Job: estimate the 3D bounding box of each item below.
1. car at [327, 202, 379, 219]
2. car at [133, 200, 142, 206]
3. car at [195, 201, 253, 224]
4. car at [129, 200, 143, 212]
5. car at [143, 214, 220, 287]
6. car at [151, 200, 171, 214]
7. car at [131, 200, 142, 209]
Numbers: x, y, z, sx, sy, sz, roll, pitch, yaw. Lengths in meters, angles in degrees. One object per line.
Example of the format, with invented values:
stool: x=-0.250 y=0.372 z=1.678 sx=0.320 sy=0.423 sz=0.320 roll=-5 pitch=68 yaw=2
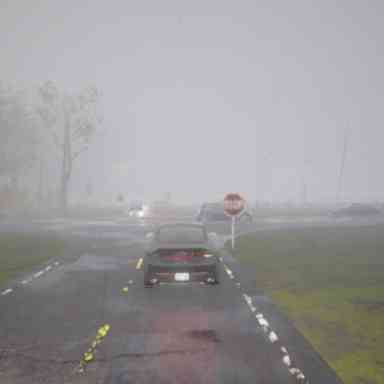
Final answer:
car: x=15.078 y=1.711 z=31.216 sx=4.674 sy=1.442 sz=1.812 roll=0 pitch=0 yaw=-6
car: x=-11.756 y=2.404 z=72.122 sx=1.895 sy=1.301 sz=4.718 roll=0 pitch=-1 yaw=-9
car: x=2.483 y=1.593 z=26.225 sx=4.553 sy=1.767 sz=2.097 roll=0 pitch=0 yaw=-5
car: x=-8.219 y=2.089 z=48.987 sx=2.033 sy=1.411 sz=5.357 roll=0 pitch=-1 yaw=-9
car: x=-0.292 y=1.608 z=9.614 sx=1.837 sy=1.490 sz=4.892 roll=0 pitch=-1 yaw=-2
car: x=-3.969 y=1.809 z=41.867 sx=2.097 sy=1.767 sz=4.553 roll=0 pitch=-1 yaw=-12
car: x=-9.888 y=2.192 z=59.696 sx=1.812 sy=1.442 sz=4.674 roll=0 pitch=0 yaw=-8
